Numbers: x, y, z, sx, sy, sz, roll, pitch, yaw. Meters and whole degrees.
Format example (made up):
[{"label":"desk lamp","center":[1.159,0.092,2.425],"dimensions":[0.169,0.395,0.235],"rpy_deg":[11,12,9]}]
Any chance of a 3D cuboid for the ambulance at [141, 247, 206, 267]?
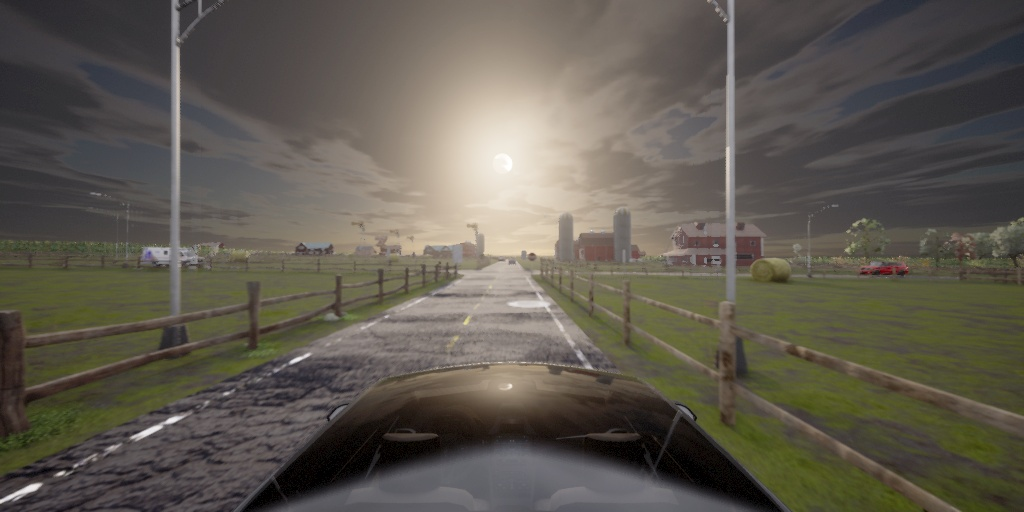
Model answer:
[{"label":"ambulance","center":[-42.117,0.177,44.820],"dimensions":[6.366,2.431,2.351],"rpy_deg":[1,-1,0]}]
